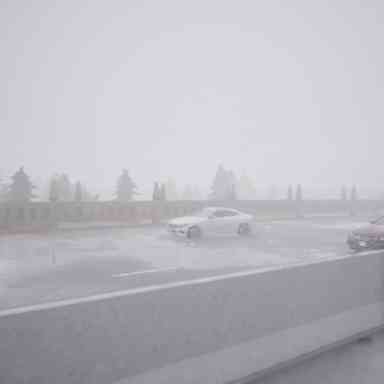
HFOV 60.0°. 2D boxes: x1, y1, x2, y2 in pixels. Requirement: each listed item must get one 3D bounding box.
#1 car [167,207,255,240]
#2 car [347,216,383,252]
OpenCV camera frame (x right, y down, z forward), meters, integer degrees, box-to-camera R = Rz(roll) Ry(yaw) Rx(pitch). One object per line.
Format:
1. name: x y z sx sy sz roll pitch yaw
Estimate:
1. car: 1.038 1.498 16.704 4.674 1.442 1.812 0 0 -29
2. car: 7.997 1.537 12.546 4.674 1.442 1.812 0 0 -26
